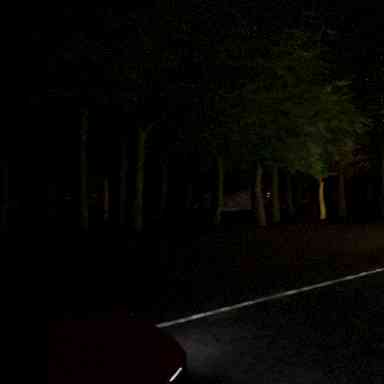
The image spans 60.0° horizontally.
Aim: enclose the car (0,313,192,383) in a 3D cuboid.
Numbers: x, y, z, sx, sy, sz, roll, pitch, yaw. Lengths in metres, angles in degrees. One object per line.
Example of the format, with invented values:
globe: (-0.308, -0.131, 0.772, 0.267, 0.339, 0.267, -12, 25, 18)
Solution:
car: (-2.139, 1.518, 2.188, 4.674, 1.442, 1.812, 0, 0, -36)
